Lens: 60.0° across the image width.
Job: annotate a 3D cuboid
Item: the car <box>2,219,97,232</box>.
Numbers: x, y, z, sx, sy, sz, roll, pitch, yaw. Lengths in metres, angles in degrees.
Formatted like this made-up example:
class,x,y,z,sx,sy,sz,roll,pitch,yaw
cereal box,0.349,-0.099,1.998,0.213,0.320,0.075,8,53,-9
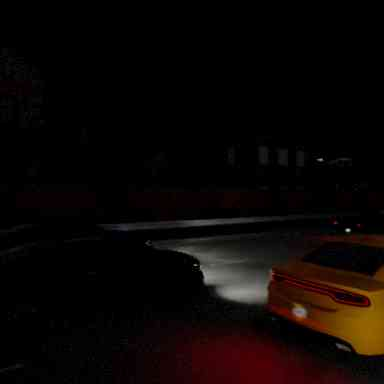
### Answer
class,x,y,z,sx,sy,sz,roll,pitch,yaw
car,-3.537,1.515,9.653,5.008,1.535,1.882,0,0,-34

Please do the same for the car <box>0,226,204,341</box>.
class,x,y,z,sx,sy,sz,roll,pitch,yaw
car,-1.952,1.552,6.508,4.674,1.442,1.812,0,0,-34

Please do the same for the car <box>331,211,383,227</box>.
class,x,y,z,sx,sy,sz,roll,pitch,yaw
car,10.027,1.716,18.686,4.718,1.301,1.895,0,0,-34

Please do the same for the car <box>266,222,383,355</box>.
class,x,y,z,sx,sy,sz,roll,pitch,yaw
car,3.545,1.515,5.958,5.008,1.535,1.882,0,0,-34
